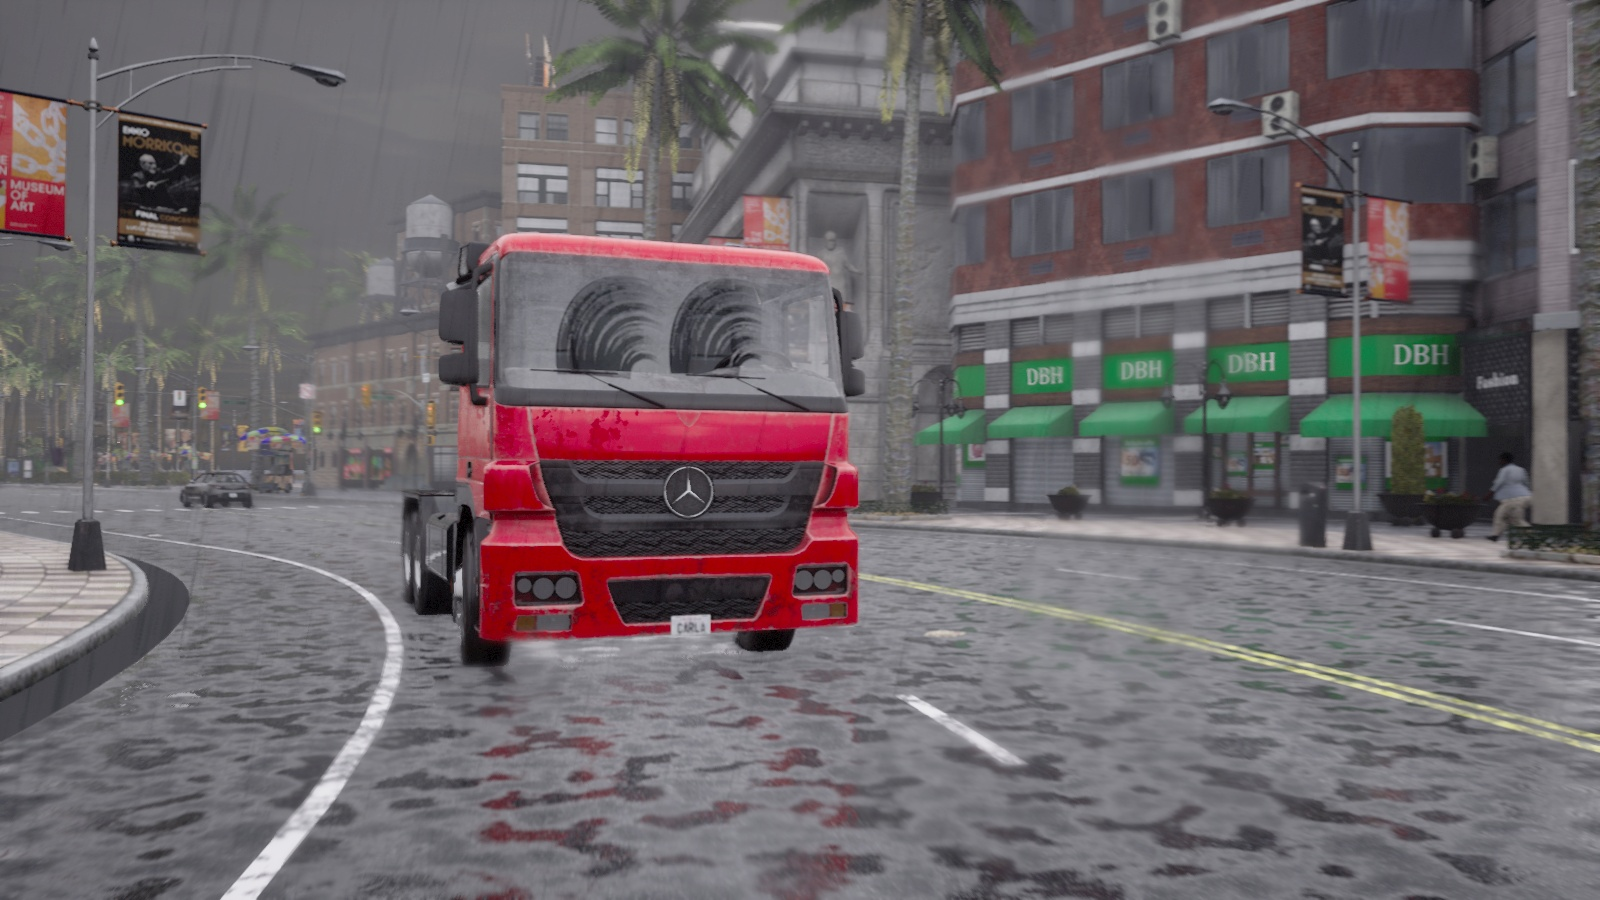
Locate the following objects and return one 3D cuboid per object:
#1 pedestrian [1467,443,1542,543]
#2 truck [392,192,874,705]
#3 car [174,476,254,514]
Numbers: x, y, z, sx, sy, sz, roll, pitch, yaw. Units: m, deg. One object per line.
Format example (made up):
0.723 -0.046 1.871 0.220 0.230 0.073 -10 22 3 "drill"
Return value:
13.348 0.800 23.806 0.874 1.855 0.900 0 -1 -32 "pedestrian"
-2.291 0.057 12.691 2.891 3.462 7.936 0 -1 -22 "truck"
-24.178 1.822 51.736 1.816 1.474 4.193 1 -1 -43 "car"
